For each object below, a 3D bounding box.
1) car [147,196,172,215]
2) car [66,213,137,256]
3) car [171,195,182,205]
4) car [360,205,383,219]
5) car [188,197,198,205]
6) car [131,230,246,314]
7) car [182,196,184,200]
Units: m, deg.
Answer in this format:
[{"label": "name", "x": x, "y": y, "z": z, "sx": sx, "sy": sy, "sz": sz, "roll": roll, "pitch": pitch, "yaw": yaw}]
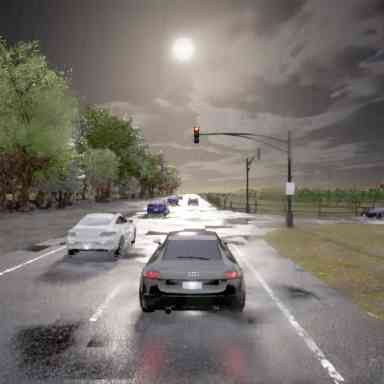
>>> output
[{"label": "car", "x": -3.346, "y": 1.485, "z": 33.391, "sx": 1.882, "sy": 1.535, "sz": 5.008, "roll": 0, "pitch": 0, "yaw": 0}, {"label": "car", "x": -3.380, "y": 1.530, "z": 13.015, "sx": 1.812, "sy": 1.442, "sz": 4.674, "roll": 0, "pitch": 0, "yaw": 0}, {"label": "car", "x": -3.308, "y": 1.483, "z": 57.959, "sx": 1.882, "sy": 1.535, "sz": 5.008, "roll": 0, "pitch": 0, "yaw": 0}, {"label": "car", "x": 18.726, "y": 1.809, "z": 31.022, "sx": 5.357, "sy": 1.411, "sz": 2.033, "roll": 1, "pitch": -1, "yaw": 0}, {"label": "car", "x": 0.188, "y": 1.606, "z": 59.917, "sx": 1.895, "sy": 1.301, "sz": 4.718, "roll": 0, "pitch": 0, "yaw": 0}, {"label": "car", "x": 0.013, "y": 1.566, "z": 7.694, "sx": 1.994, "sy": 1.385, "sz": 4.181, "roll": 0, "pitch": 0, "yaw": 0}, {"label": "car", "x": -3.356, "y": 1.526, "z": 89.895, "sx": 2.128, "sy": 1.511, "sz": 4.902, "roll": 0, "pitch": 0, "yaw": 0}]
